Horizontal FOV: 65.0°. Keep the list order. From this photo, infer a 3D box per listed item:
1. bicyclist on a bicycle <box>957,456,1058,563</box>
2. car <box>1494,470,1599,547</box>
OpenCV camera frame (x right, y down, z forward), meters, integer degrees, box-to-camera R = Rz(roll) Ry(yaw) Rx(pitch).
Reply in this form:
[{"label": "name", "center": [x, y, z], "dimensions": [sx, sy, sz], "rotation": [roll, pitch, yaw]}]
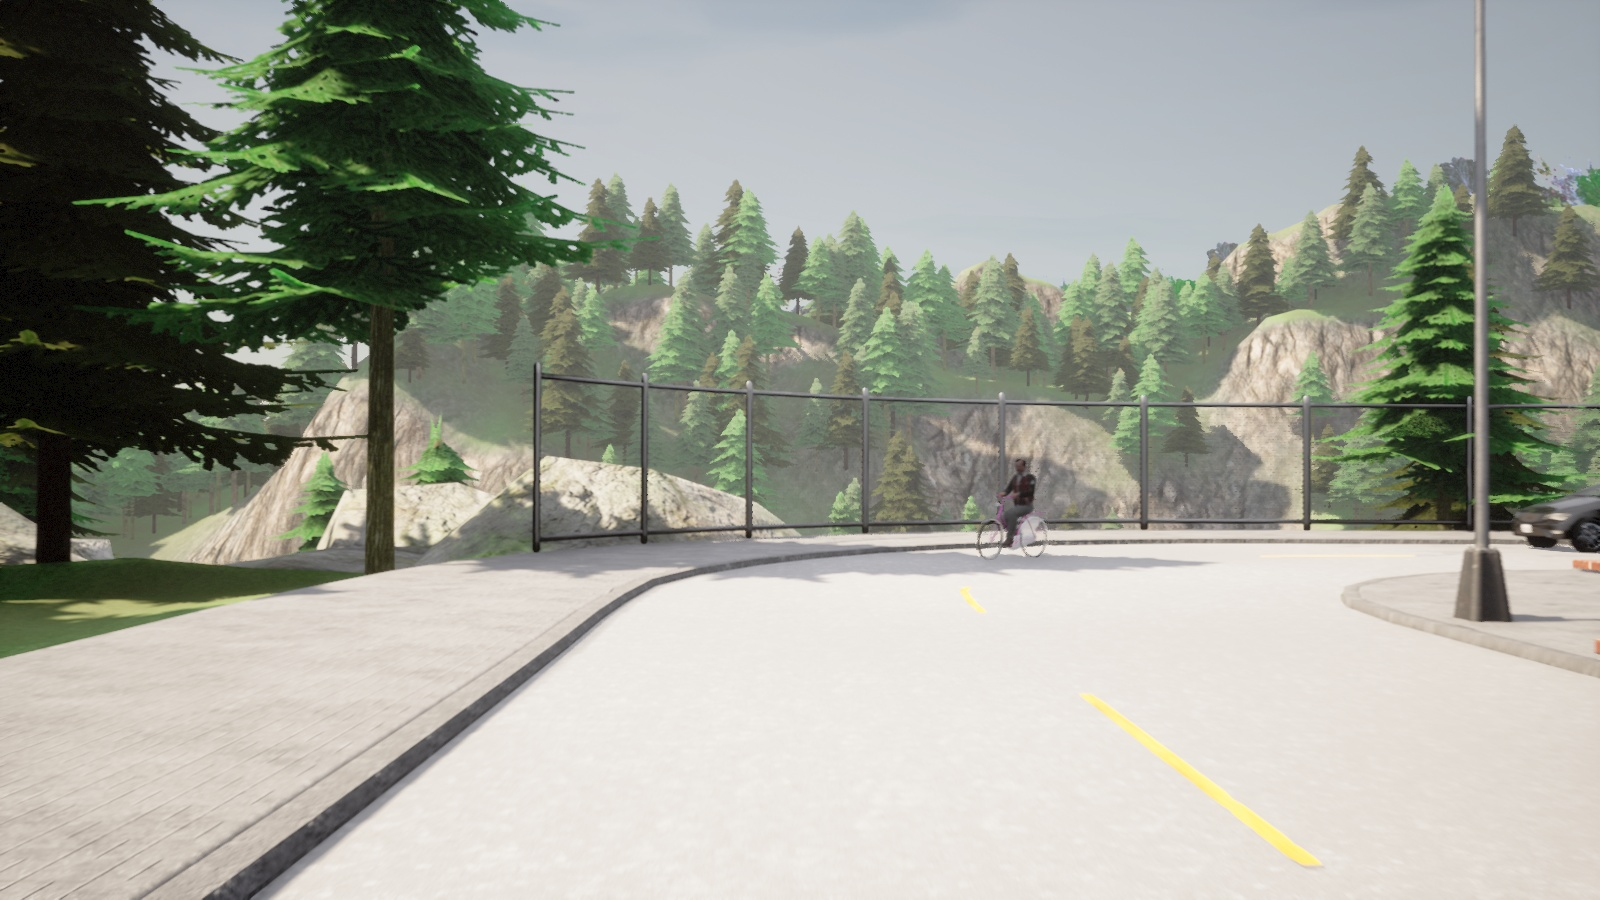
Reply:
[{"label": "bicyclist on a bicycle", "center": [3.626, 1.004, 21.877], "dimensions": [1.843, 1.776, 0.659], "rotation": [1, 0, -40]}, {"label": "car", "center": [16.464, 1.143, 25.088], "dimensions": [4.193, 1.474, 1.816], "rotation": [0, -1, 0]}]
